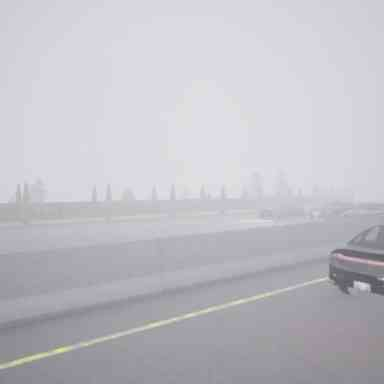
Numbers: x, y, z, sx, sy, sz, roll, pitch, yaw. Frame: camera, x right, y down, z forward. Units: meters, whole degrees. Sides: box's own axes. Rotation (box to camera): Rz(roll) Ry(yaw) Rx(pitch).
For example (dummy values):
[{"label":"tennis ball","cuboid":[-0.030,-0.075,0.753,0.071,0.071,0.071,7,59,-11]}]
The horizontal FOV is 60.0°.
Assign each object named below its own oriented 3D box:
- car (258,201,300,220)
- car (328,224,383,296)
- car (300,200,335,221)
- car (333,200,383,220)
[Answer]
[{"label":"car","cuboid":[7.209,1.423,26.428,4.181,1.385,1.994,0,0,-36]},{"label":"car","cuboid":[4.987,1.437,7.300,4.902,1.511,2.128,0,0,-35]},{"label":"car","cuboid":[10.546,1.341,24.550,4.902,1.511,2.128,0,0,-37]},{"label":"car","cuboid":[11.067,1.367,20.581,4.892,1.490,1.837,-1,0,-37]}]
